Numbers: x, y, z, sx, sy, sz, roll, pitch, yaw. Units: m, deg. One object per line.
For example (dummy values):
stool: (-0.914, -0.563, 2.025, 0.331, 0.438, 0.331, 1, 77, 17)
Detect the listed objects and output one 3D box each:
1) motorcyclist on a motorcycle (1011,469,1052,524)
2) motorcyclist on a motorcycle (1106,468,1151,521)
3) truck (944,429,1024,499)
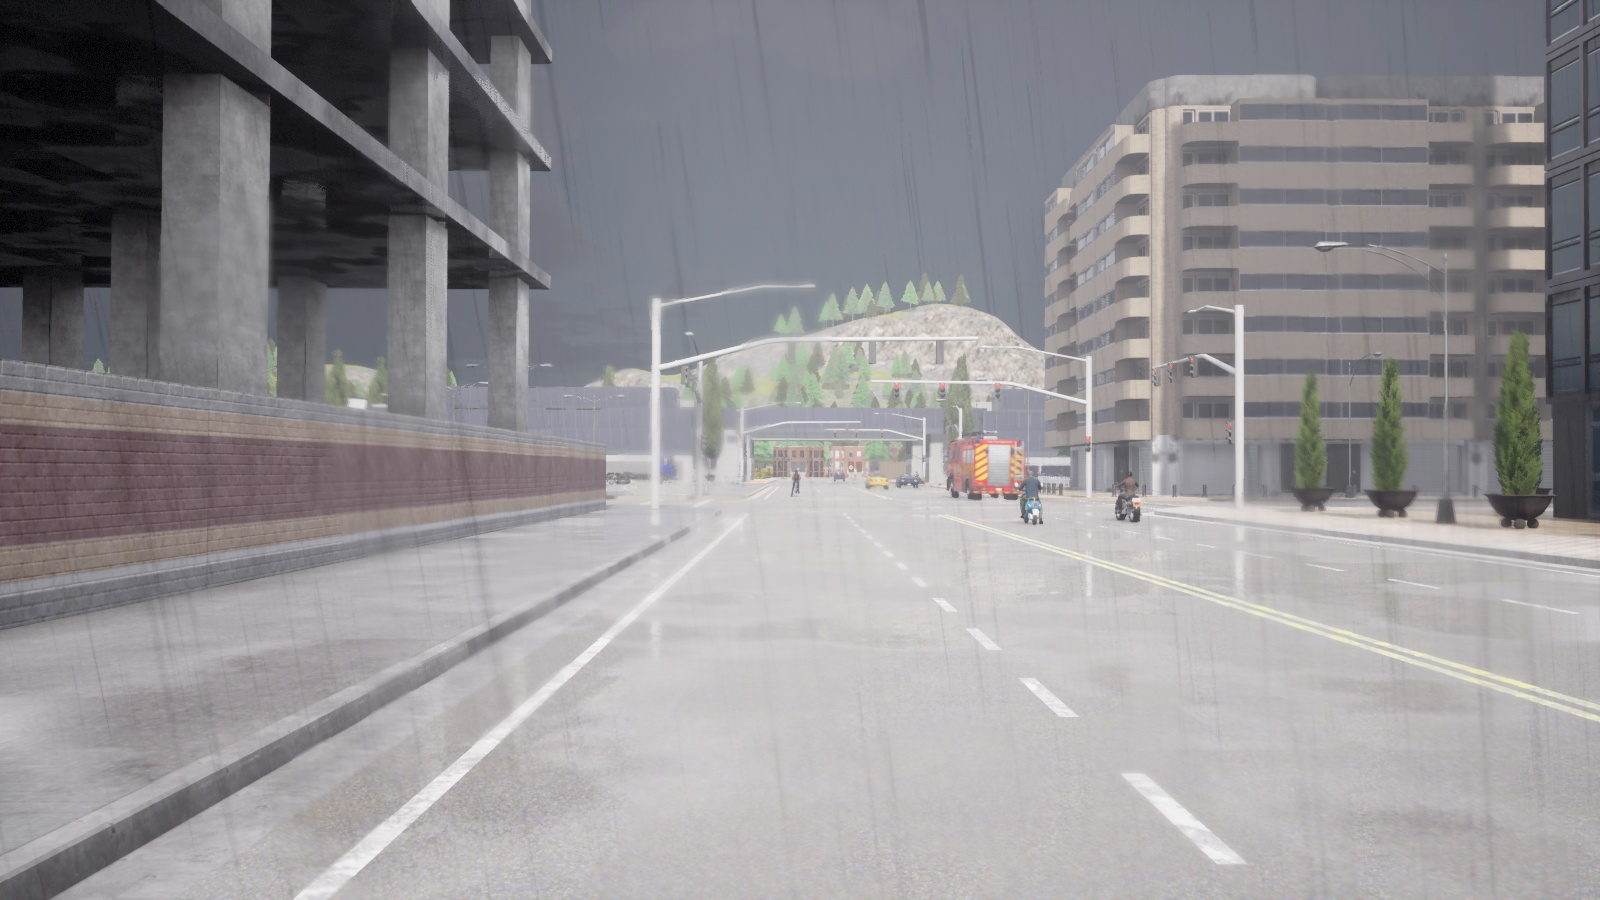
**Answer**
motorcyclist on a motorcycle: (6.898, 1.369, 37.519, 0.866, 1.590, 1.817, 0, -1, 0)
motorcyclist on a motorcycle: (10.392, 1.390, 39.816, 0.766, 1.649, 2.350, 0, -1, 0)
truck: (10.513, 0.826, 72.564, 2.891, 3.827, 8.468, 1, -1, -4)
